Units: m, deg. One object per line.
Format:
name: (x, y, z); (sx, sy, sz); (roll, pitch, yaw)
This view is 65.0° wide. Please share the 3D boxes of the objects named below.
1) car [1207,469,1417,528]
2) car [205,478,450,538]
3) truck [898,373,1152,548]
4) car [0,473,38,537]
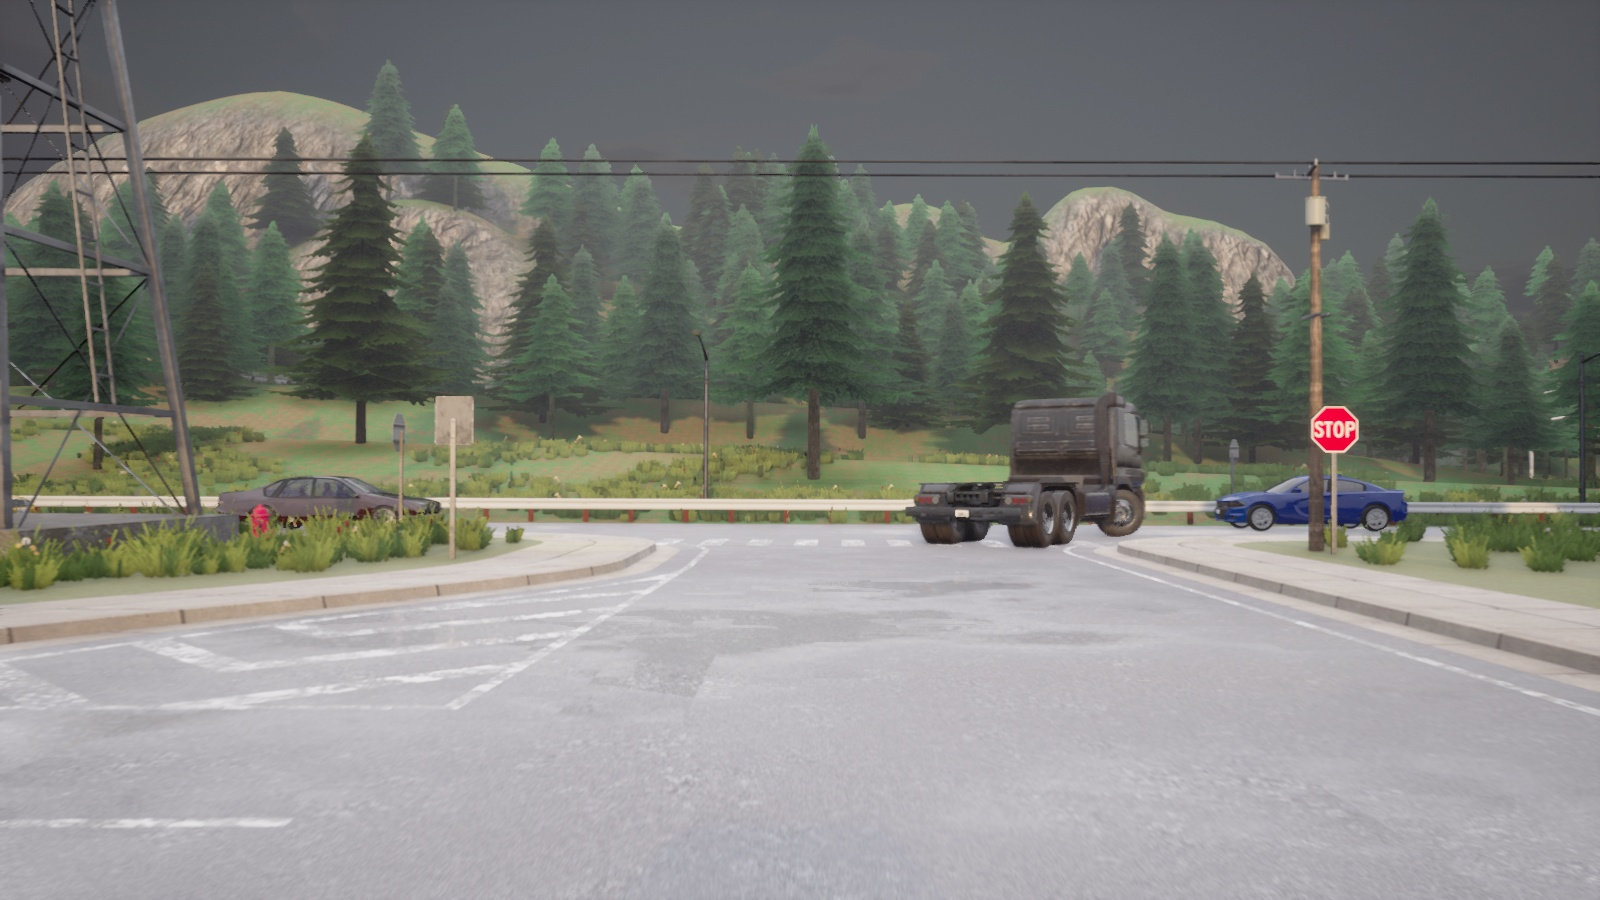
car: (13.994, 1.314, 34.523); (5.008, 1.535, 1.882); (0, -1, 1)
car: (-11.723, 1.435, 31.412); (5.357, 1.411, 2.033); (0, -1, 1)
truck: (5.455, 0.295, 29.013); (2.891, 3.462, 7.936); (-1, -2, 33)
car: (-22.390, 1.372, 31.577); (5.366, 1.575, 1.801); (0, -1, 1)
